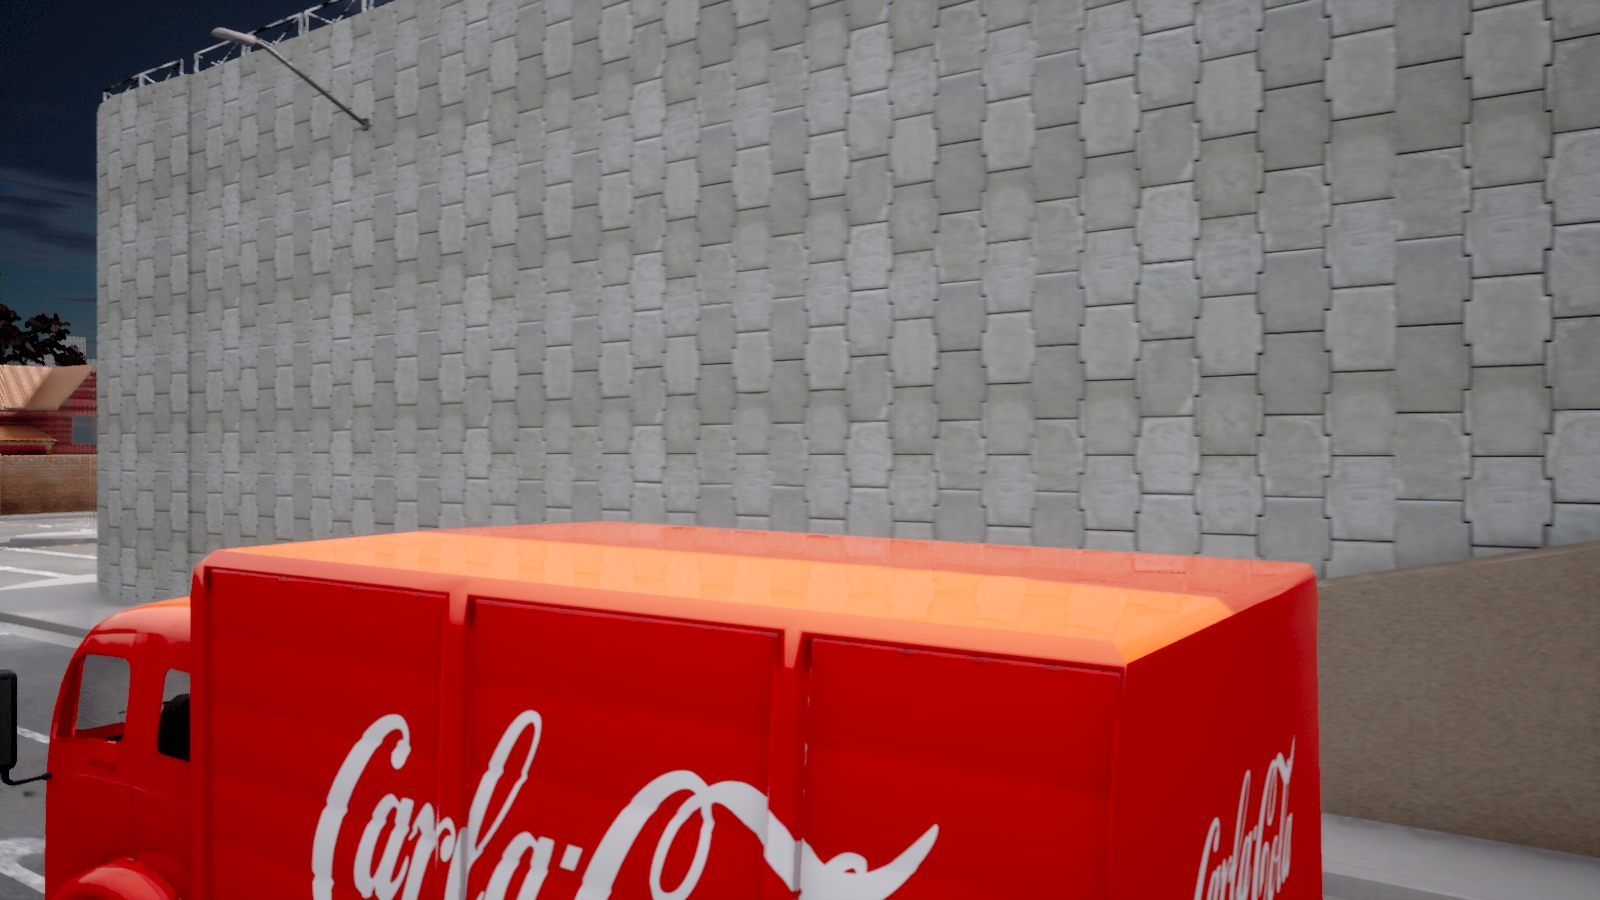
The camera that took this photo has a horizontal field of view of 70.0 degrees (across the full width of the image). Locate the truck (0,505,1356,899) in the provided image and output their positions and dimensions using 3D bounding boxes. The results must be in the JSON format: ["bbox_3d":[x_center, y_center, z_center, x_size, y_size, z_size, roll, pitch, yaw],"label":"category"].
[{"bbox_3d":[-0.920,1.566,4.440,5.204,2.467,2.627,0,0,35],"label":"truck"}]
